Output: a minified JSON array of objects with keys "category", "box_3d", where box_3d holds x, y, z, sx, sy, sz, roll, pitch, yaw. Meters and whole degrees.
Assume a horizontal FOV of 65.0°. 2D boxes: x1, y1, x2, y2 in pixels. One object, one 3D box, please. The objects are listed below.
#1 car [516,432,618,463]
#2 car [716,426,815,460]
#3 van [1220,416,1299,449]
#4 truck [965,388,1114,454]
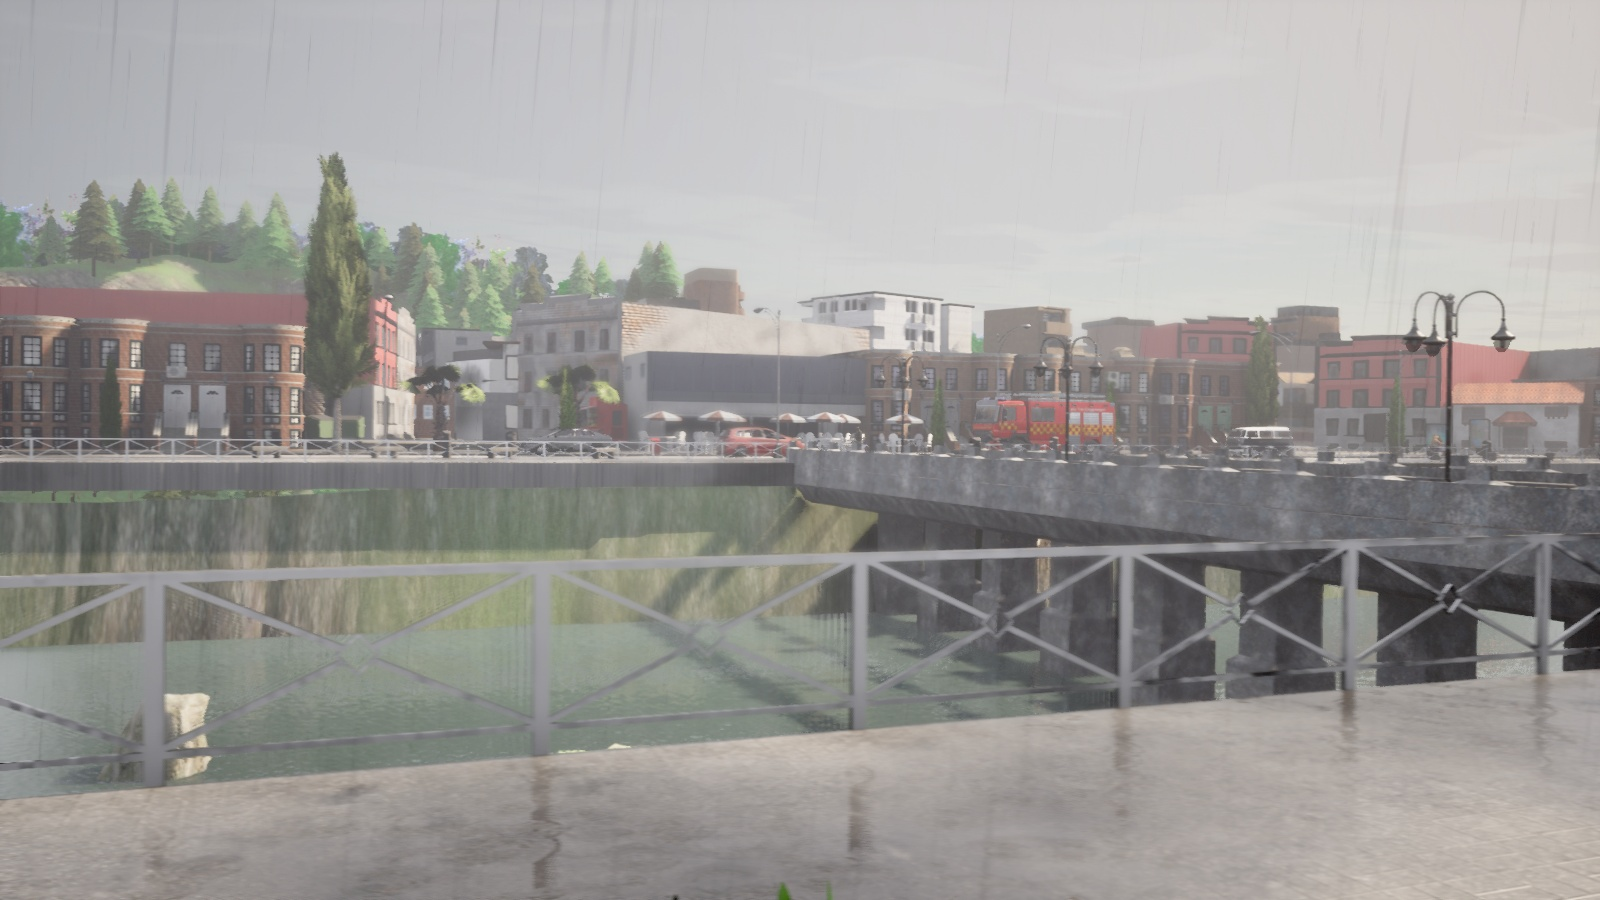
[{"category":"car","box_3d":[-12.102,-0.175,65.144,4.902,1.511,2.128,-1,1,-21]},{"category":"car","box_3d":[-1.785,-0.393,64.786,4.611,1.667,2.242,-1,1,-21]},{"category":"van","box_3d":[29.620,-1.117,80.995,4.480,2.038,2.069,-1,1,-21]},{"category":"truck","box_3d":[14.346,-1.745,75.181,8.468,3.827,2.891,-1,1,-21]}]
